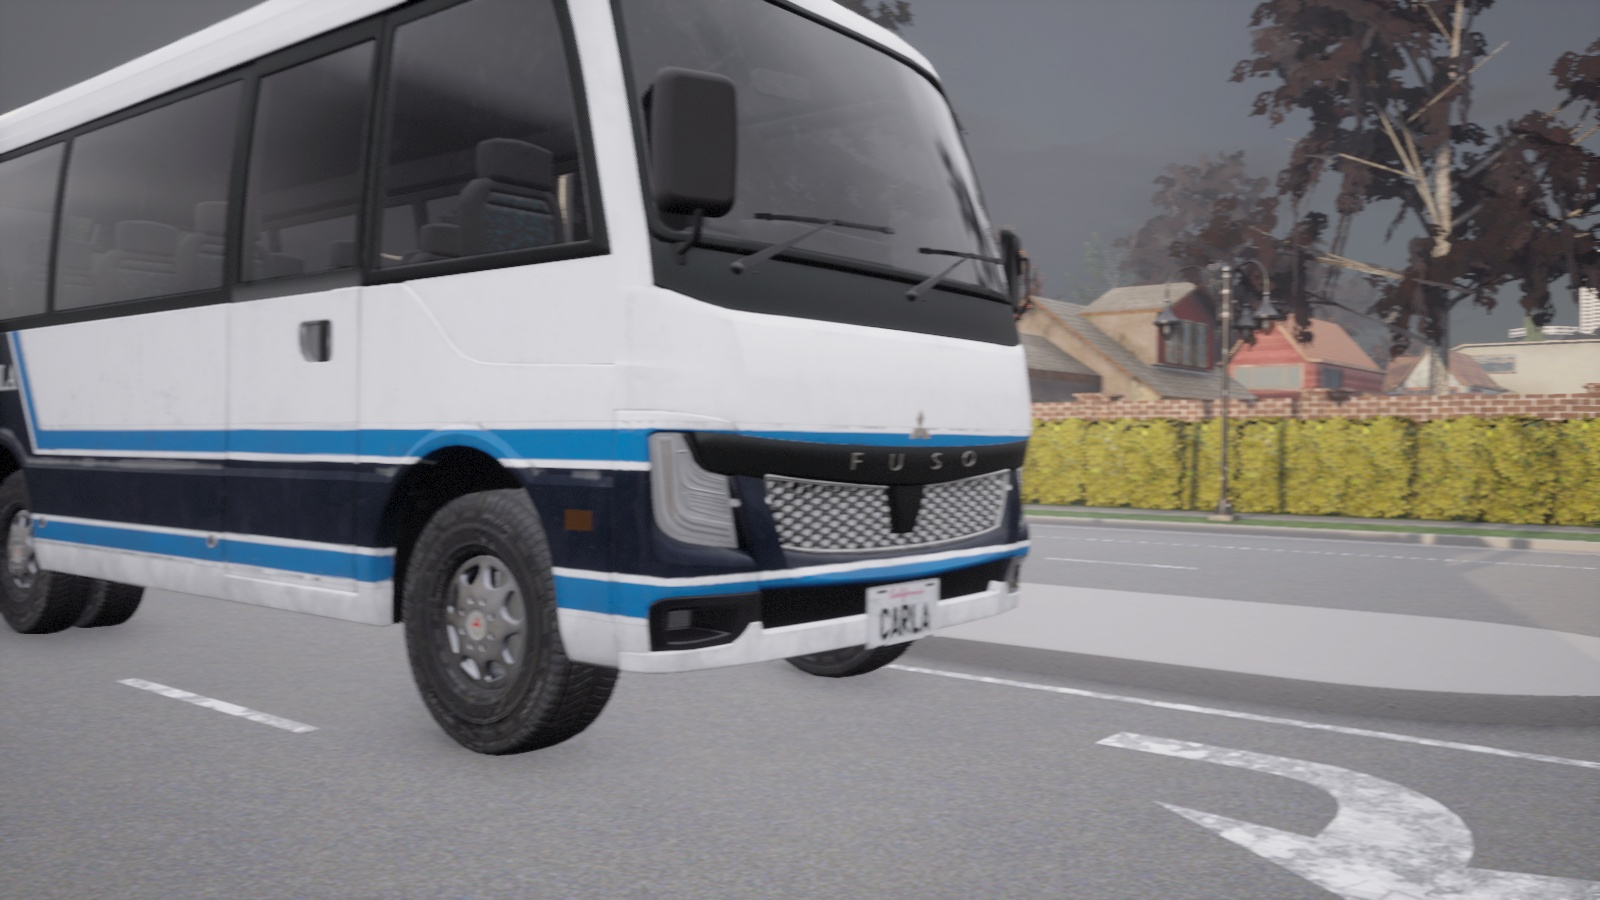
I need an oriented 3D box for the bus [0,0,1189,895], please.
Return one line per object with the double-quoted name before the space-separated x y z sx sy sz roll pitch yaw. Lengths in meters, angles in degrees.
"bus" -3.029 -0.694 8.848 10.273 4.253 3.944 0 0 38
